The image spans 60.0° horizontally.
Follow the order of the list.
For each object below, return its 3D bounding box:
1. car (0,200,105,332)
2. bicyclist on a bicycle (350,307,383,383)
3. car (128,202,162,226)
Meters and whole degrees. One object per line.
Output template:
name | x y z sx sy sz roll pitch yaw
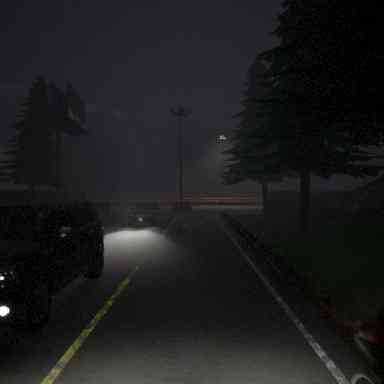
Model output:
car | -3.517 1.221 7.176 2.150 2.045 5.566 0 0 1
bicyclist on a bicycle | 1.468 1.403 2.231 0.582 1.620 1.656 0 2 -1
car | -3.221 1.492 23.497 2.128 1.511 4.902 0 0 1
